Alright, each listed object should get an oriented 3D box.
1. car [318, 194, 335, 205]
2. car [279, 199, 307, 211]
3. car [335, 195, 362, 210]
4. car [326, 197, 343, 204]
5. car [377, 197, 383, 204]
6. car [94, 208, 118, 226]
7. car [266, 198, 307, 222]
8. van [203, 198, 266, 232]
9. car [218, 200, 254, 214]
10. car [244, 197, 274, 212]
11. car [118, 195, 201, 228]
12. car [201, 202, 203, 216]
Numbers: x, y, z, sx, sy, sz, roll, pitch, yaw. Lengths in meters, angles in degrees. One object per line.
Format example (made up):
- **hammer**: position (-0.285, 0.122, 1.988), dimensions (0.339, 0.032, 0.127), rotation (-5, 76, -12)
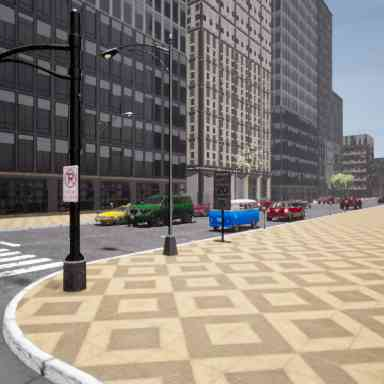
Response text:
- **car**: position (25.260, 1.380, 62.485), dimensions (2.192, 1.841, 5.009), rotation (0, 0, 38)
- **car**: position (12.933, 1.639, 42.448), dimensions (1.895, 1.301, 4.718), rotation (0, 0, 38)
- **car**: position (21.274, 1.368, 44.462), dimensions (2.192, 1.841, 5.009), rotation (0, 0, 38)
- **car**: position (28.665, 1.624, 66.884), dimensions (2.008, 1.369, 4.403), rotation (0, 0, 38)
- **car**: position (38.301, 1.658, 66.460), dimensions (1.947, 1.339, 4.313), rotation (0, 0, 38)
- **car**: position (-4.708, 1.540, 23.980), dimensions (1.752, 1.417, 4.829), rotation (0, 0, 38)
- **car**: position (7.652, 1.472, 26.862), dimensions (1.967, 1.590, 4.097), rotation (0, 0, 38)
- **van**: position (2.672, 1.368, 20.247), dimensions (1.690, 1.788, 3.998), rotation (0, 0, 38)
- **car**: position (4.827, 1.571, 36.086), dimensions (1.887, 1.381, 4.507), rotation (0, 0, 38)
- **car**: position (8.232, 1.471, 40.486), dimensions (1.967, 1.590, 4.097), rotation (0, 0, 38)
- **car**: position (-2.080, 1.240, 23.135), dimensions (2.150, 2.045, 5.566), rotation (0, 0, 38)
- **car**: position (1.421, 1.604, 31.686), dimensions (1.802, 1.307, 4.206), rotation (0, 0, 38)
